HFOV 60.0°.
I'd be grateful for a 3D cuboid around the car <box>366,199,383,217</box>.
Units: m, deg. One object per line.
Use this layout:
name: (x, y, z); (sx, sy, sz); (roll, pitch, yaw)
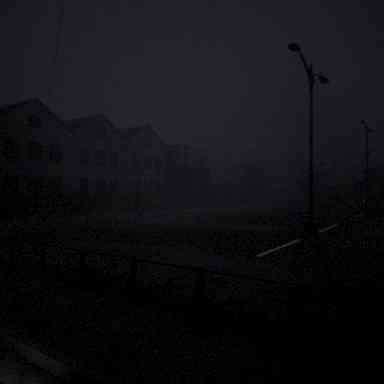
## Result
car: (15.375, 1.298, 26.844); (2.007, 1.523, 4.514); (0, 0, 35)
